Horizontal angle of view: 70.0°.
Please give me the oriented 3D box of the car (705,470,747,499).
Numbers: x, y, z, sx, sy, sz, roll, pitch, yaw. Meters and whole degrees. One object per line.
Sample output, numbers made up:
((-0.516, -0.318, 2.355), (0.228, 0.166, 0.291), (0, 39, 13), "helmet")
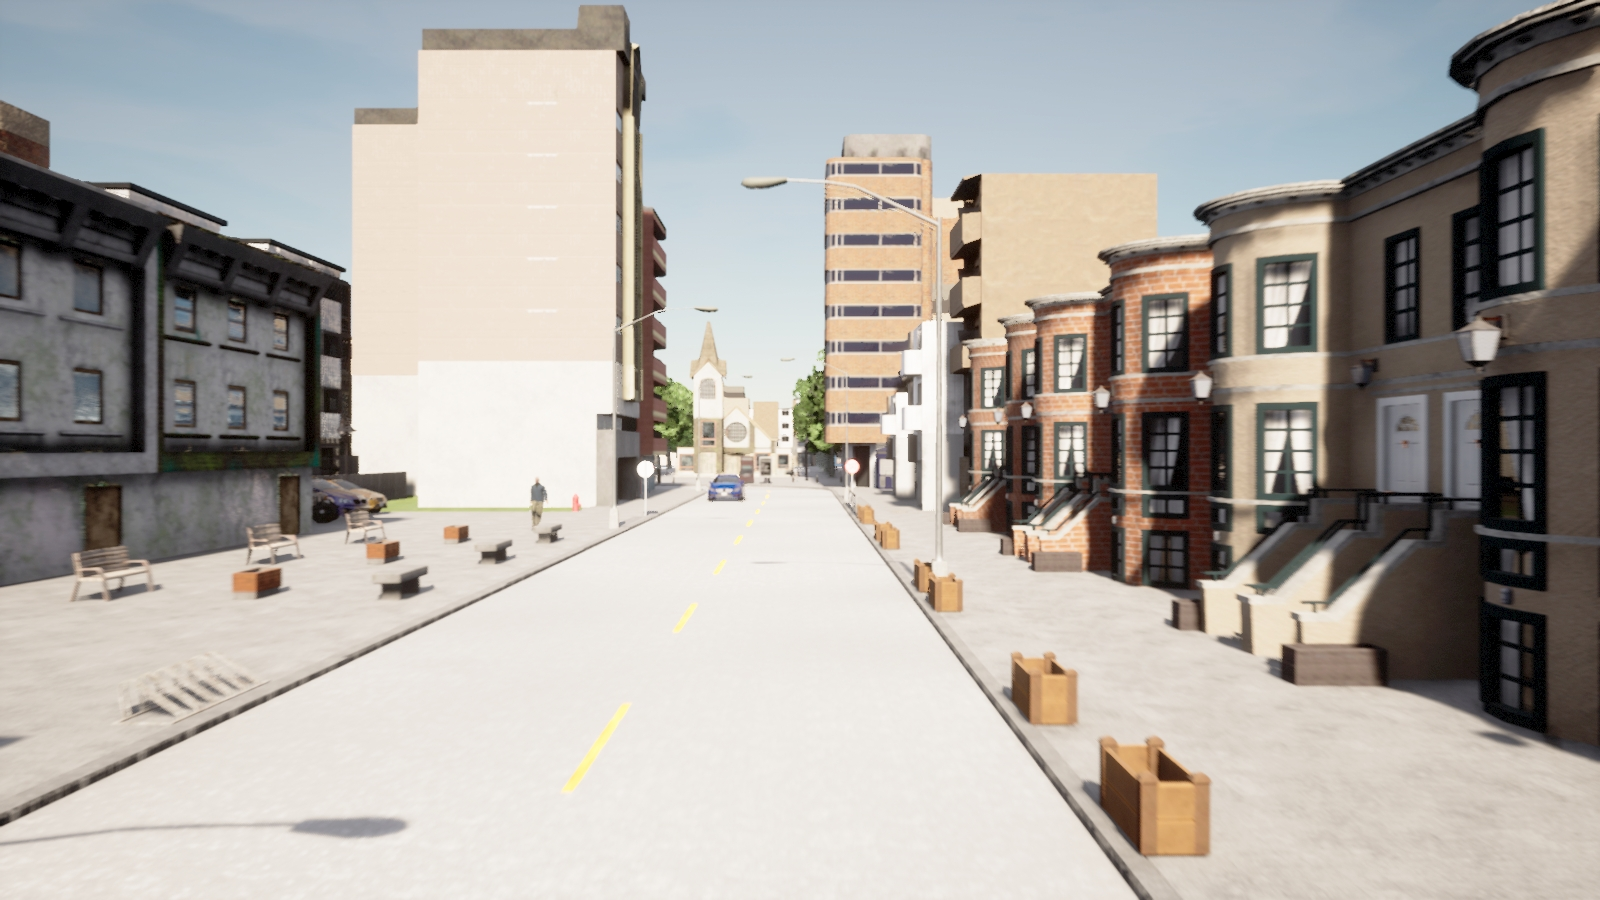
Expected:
((-4.035, 1.861, 63.148), (2.002, 1.442, 4.674), (0, 0, 0), "car")

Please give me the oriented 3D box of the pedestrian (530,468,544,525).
((-8.714, 1.525, 37.824), (0.375, 1.860, 0.375), (0, 0, -3), "pedestrian")
